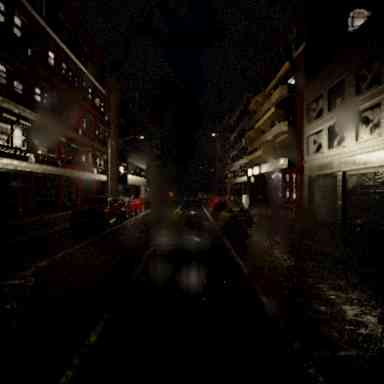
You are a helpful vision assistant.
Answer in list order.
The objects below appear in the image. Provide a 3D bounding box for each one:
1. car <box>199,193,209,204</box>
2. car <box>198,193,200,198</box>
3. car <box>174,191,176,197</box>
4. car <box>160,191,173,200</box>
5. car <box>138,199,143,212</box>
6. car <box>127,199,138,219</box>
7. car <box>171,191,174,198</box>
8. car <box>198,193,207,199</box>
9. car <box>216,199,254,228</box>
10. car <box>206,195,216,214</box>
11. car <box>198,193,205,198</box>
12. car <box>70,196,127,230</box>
[{"bbox_3d":[2.639,1.155,54.110,2.008,1.369,4.403,0,0,0],"label":"car"},{"bbox_3d":[2.618,0.960,76.824,1.752,1.417,4.829,0,0,0],"label":"car"},{"bbox_3d":[-5.774,0.897,87.923,1.887,1.381,4.507,0,0,0],"label":"car"},{"bbox_3d":[-5.757,1.029,71.014,2.008,1.369,4.403,0,0,0],"label":"car"},{"bbox_3d":[-5.720,1.315,31.563,1.887,1.381,4.507,0,0,0],"label":"car"},{"bbox_3d":[-5.714,1.251,25.925,1.967,1.590,4.097,0,0,0],"label":"car"},{"bbox_3d":[-5.763,0.987,76.651,2.008,1.369,4.403,0,0,0],"label":"car"},{"bbox_3d":[2.612,0.960,82.291,1.947,1.339,4.313,0,0,0],"label":"car"},{"bbox_3d":[2.671,1.376,20.464,1.752,1.417,4.829,0,0,0],"label":"car"},{"bbox_3d":[2.661,1.314,31.566,1.887,1.381,4.507,0,0,0],"label":"car"},{"bbox_3d":[2.602,0.892,93.563,1.802,1.307,4.206,0,0,0],"label":"car"},{"bbox_3d":[-5.708,1.167,20.289,2.192,1.841,5.009,0,0,0],"label":"car"}]
